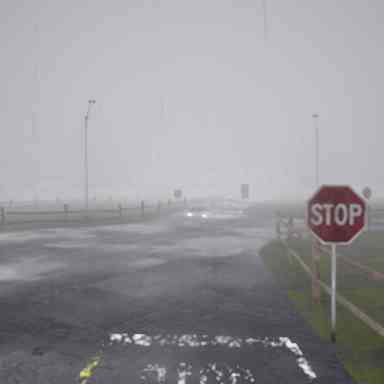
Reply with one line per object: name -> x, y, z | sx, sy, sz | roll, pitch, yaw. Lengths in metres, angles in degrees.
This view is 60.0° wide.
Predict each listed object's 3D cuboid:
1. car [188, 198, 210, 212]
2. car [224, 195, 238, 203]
car -> 0.856, 1.404, 35.902 | 1.837, 1.490, 4.892 | 0, 2, 10
car -> 7.010, 1.232, 59.884 | 1.812, 1.442, 4.674 | 0, 1, 18
